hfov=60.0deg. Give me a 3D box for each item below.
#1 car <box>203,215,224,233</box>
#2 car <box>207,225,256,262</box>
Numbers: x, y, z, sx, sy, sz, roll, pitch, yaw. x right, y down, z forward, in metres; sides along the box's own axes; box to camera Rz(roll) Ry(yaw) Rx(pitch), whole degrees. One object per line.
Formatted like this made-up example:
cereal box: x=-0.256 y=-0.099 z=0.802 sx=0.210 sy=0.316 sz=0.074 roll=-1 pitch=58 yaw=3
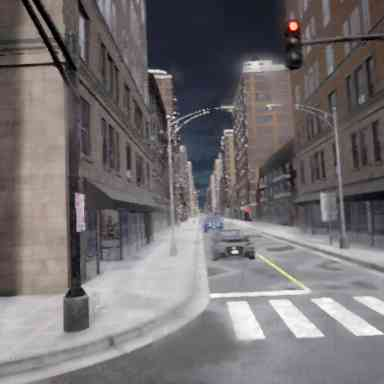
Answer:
car: x=2.539 y=3.749 z=39.620 sx=2.150 sy=2.045 sz=5.566 roll=-3 pitch=-4 yaw=2
car: x=1.950 y=2.611 z=16.793 sx=1.994 sy=1.385 sz=4.181 roll=-3 pitch=-4 yaw=1
